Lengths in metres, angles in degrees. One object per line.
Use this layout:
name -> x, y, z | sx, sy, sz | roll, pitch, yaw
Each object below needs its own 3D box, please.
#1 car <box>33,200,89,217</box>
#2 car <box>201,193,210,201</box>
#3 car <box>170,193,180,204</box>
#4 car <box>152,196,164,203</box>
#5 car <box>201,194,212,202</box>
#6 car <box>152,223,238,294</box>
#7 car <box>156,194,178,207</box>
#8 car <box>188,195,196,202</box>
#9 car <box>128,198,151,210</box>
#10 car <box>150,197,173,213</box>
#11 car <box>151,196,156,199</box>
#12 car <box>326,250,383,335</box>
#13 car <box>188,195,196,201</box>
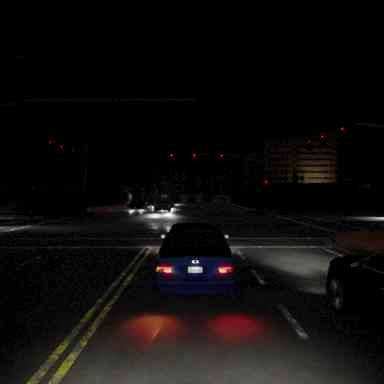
car -> -12.338, 1.491, 31.488 | 4.902, 1.511, 2.128 | 0, 1, -22
car -> 3.428, 1.227, 84.675 | 2.097, 1.767, 4.553 | 0, 0, 0
car -> -3.588, 1.223, 65.341 | 2.150, 2.045, 5.566 | 0, 0, 0
car -> -7.058, 1.547, 69.232 | 2.033, 1.411, 5.357 | 0, 0, 0
car -> 3.437, 1.344, 74.719 | 2.097, 1.767, 4.553 | 0, 0, 0
car -> 0.075, 1.547, 8.926 | 2.033, 1.411, 5.357 | 0, 0, 0
car -> -3.637, 1.491, 49.022 | 2.128, 1.511, 4.902 | 0, 0, 0
car -> -0.063, 1.531, 74.426 | 2.033, 1.411, 5.357 | 0, 0, 0
car -> -7.136, 1.547, 44.324 | 2.033, 1.411, 5.357 | 0, 0, 0
car -> -3.334, 1.601, 37.464 | 1.895, 1.301, 4.718 | 0, 0, -4
car -> -7.131, 1.601, 56.609 | 1.895, 1.301, 4.718 | 0, 0, 0
car -> 3.559, 1.491, 4.683 | 2.128, 1.511, 4.902 | 0, 0, 0
car -> -0.072, 1.425, 84.700 | 1.994, 1.385, 4.181 | 0, 0, 0
